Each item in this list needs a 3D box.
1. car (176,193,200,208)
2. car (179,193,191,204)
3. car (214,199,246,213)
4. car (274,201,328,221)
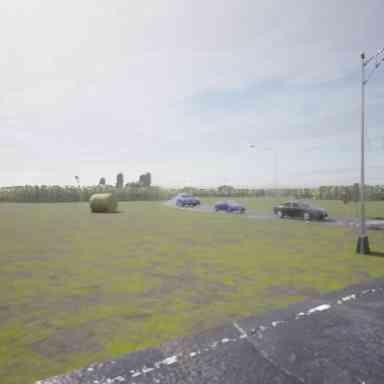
[{"bbox_3d":[-0.953,1.274,51.148,2.150,2.045,5.566,-1,1,-16],"label":"car"},{"bbox_3d":[-1.491,1.270,67.982,2.150,2.045,5.566,-1,0,-6],"label":"car"},{"bbox_3d":[4.147,1.566,37.324,1.812,1.442,4.674,-1,0,-24],"label":"car"},{"bbox_3d":[9.014,1.520,27.903,1.837,1.490,4.892,-1,0,-31],"label":"car"}]
